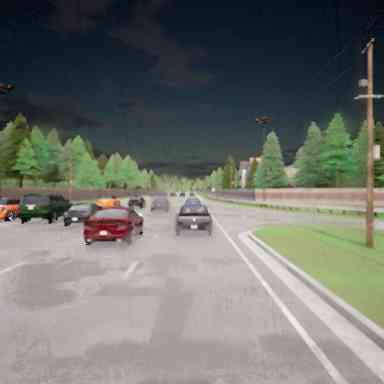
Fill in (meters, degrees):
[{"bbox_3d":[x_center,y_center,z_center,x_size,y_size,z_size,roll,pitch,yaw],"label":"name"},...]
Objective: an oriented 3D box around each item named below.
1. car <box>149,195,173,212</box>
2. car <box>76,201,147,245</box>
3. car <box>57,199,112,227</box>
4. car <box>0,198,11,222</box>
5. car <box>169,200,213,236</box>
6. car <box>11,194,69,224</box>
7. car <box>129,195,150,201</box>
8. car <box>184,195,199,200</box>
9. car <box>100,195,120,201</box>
[{"bbox_3d":[-3.398,1.401,36.632,2.033,1.411,5.357,0,0,0],"label":"car"},{"bbox_3d":[-3.399,1.417,15.230,1.882,1.535,5.008,0,0,0],"label":"car"},{"bbox_3d":[-6.913,1.438,21.882,1.812,1.442,4.674,0,0,0],"label":"car"},{"bbox_3d":[-13.899,1.251,25.325,2.097,1.767,4.553,0,0,0],"label":"car"},{"bbox_3d":[0.101,1.419,18.095,2.128,1.511,4.902,0,0,0],"label":"car"},{"bbox_3d":[-10.400,1.125,24.128,2.150,2.045,5.566,0,0,0],"label":"car"},{"bbox_3d":[-6.899,1.337,42.189,1.837,1.490,4.892,0,0,0],"label":"car"},{"bbox_3d":[0.102,1.401,36.714,2.033,1.411,5.357,0,0,0],"label":"car"},{"bbox_3d":[-10.398,1.185,41.875,2.097,1.767,4.553,0,0,0],"label":"car"}]
